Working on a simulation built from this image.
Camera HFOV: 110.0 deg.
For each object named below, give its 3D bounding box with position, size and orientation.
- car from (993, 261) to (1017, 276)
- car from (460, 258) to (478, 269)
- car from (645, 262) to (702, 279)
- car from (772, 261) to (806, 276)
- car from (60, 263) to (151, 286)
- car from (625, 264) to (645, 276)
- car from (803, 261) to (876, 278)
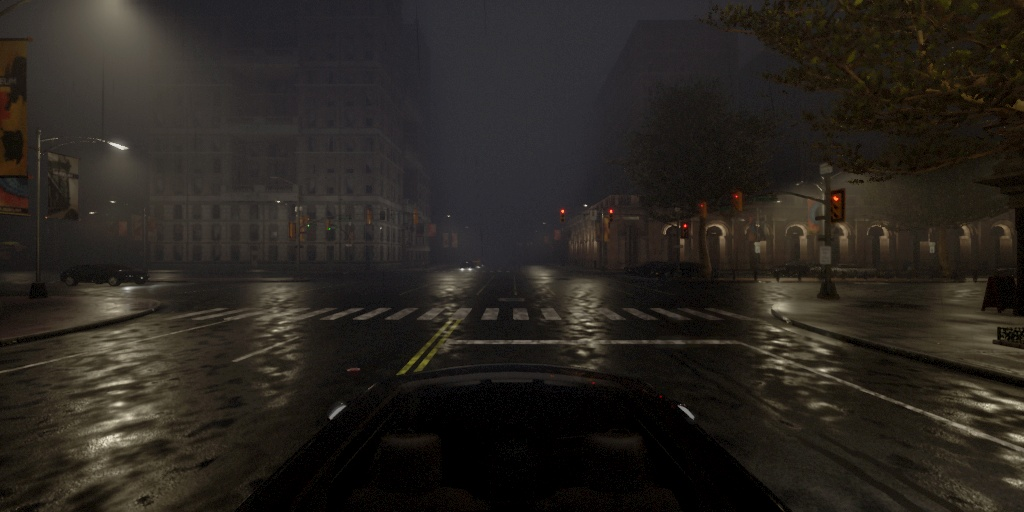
[{"bbox_3d":[51.236,1.242,35.763,4.902,1.511,2.128,0,0,1],"label":"car"},{"bbox_3d":[-7.152,1.314,58.088,1.994,1.385,4.181,0,0,0],"label":"car"},{"bbox_3d":[15.052,1.255,32.412,4.892,1.490,1.837,0,0,-1],"label":"car"},{"bbox_3d":[28.778,1.242,35.901,4.902,1.511,2.128,0,0,0],"label":"car"},{"bbox_3d":[-27.649,1.255,24.442,4.892,1.490,1.837,0,0,0],"label":"car"},{"bbox_3d":[14.364,1.298,36.264,5.357,1.411,2.033,0,0,5],"label":"car"},{"bbox_3d":[29.682,1.351,32.398,4.718,1.301,1.895,0,0,0],"label":"car"}]
